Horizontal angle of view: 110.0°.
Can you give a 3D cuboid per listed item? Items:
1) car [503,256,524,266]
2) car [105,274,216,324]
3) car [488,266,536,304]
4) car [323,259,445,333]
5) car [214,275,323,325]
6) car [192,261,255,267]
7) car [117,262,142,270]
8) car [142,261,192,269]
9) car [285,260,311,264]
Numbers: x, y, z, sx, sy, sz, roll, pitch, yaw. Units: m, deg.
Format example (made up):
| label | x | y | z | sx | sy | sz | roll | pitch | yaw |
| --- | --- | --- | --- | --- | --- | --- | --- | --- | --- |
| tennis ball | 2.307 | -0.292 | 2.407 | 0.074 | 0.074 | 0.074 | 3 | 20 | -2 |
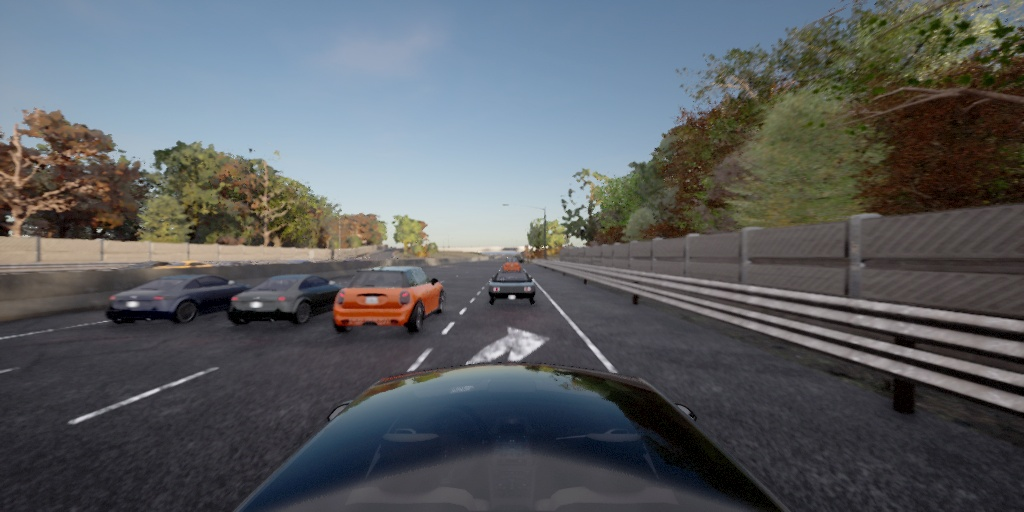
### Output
| label | x | y | z | sx | sy | sz | roll | pitch | yaw |
| --- | --- | --- | --- | --- | --- | --- | --- | --- | --- |
| car | 0.002 | 1.037 | 42.699 | 2.097 | 1.767 | 4.553 | 0 | 0 | 0 |
| car | -10.396 | 1.287 | 11.835 | 1.994 | 1.385 | 4.181 | 0 | 0 | 0 |
| car | 0.001 | 1.316 | 16.158 | 1.895 | 1.301 | 4.718 | 0 | 0 | 0 |
| car | -3.400 | 1.079 | 10.829 | 2.097 | 1.767 | 4.553 | 0 | 0 | 0 |
| car | -6.896 | 1.288 | 11.674 | 1.994 | 1.385 | 4.181 | 0 | 0 | 0 |
| car | -24.574 | 1.183 | 31.394 | 2.128 | 1.511 | 4.902 | 0 | 0 | 0 |
| car | -31.571 | 1.196 | 31.415 | 1.837 | 1.490 | 4.892 | 0 | -1 | 0 |
| car | -28.075 | 1.167 | 30.836 | 1.882 | 1.535 | 5.008 | 0 | 0 | 0 |
| car | -21.071 | 1.165 | 35.079 | 1.882 | 1.535 | 5.008 | 0 | 0 | 0 |
